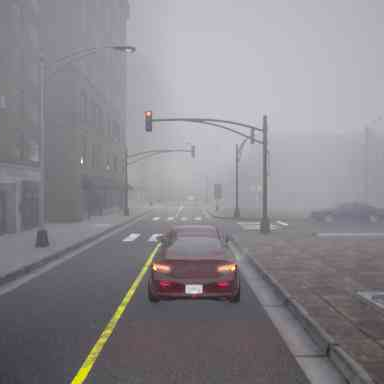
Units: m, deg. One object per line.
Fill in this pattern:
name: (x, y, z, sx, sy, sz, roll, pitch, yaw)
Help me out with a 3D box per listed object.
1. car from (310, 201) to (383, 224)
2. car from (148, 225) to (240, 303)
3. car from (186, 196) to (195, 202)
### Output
car: (11.047, 1.432, 23.827, 5.008, 1.535, 1.882, 0, 0, 0)
car: (0.063, 1.526, 8.101, 1.812, 1.442, 4.674, 0, 0, 1)
car: (-0.247, 1.567, 76.077, 1.812, 1.442, 4.674, 0, 0, 0)
